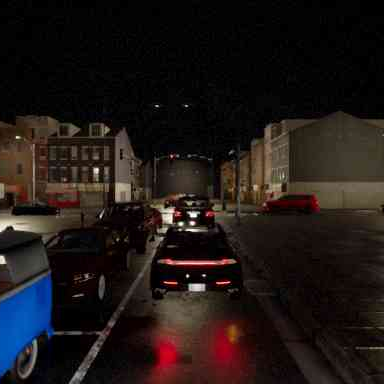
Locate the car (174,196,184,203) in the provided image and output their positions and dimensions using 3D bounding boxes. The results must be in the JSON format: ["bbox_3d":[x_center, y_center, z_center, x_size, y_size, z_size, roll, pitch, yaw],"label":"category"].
[{"bbox_3d":[-2.724,1.605,72.580,2.008,1.369,4.403,0,0,0],"label":"car"}]

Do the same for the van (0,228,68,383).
[{"bbox_3d":[-2.647,1.341,2.735,1.690,1.788,3.998,0,0,0],"label":"van"}]

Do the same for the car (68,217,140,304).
[{"bbox_3d":[-2.652,1.544,8.169,1.887,1.381,4.507,0,0,0],"label":"car"}]

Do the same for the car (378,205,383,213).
[{"bbox_3d":[21.628,1.518,33.817,4.902,1.511,2.128,0,0,0],"label":"car"}]

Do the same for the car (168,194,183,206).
[{"bbox_3d":[-2.707,1.344,56.300,2.192,1.841,5.009,0,0,0],"label":"car"}]

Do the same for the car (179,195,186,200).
[{"bbox_3d":[-2.749,1.536,94.288,1.967,1.590,4.097,0,0,0],"label":"car"}]

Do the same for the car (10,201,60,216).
[{"bbox_3d":[-14.487,1.571,30.891,4.181,1.385,1.994,0,0,0],"label":"car"}]

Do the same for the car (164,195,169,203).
[{"bbox_3d":[-2.695,1.333,45.446,2.192,1.841,5.009,0,0,0],"label":"car"}]

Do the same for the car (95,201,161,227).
[{"bbox_3d":[-2.659,1.315,13.603,2.192,1.841,5.009,0,0,0],"label":"car"}]

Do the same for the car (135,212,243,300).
[{"bbox_3d":[0.089,1.491,8.364,2.128,1.511,4.902,0,0,0],"label":"car"}]

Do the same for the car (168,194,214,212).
[{"bbox_3d":[0.079,1.223,18.557,2.150,2.045,5.566,0,0,0],"label":"car"}]

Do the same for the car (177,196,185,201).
[{"bbox_3d":[-2.736,1.640,83.434,1.947,1.339,4.313,0,0,0],"label":"car"}]

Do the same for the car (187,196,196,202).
[{"bbox_3d":[-0.084,1.648,76.193,1.895,1.301,4.718,0,0,0],"label":"car"}]

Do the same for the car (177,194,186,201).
[{"bbox_3d":[-2.744,1.399,88.861,2.192,1.841,5.009,0,0,0],"label":"car"}]

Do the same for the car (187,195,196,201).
[{"bbox_3d":[-0.095,1.436,86.166,2.128,1.511,4.902,0,0,0],"label":"car"}]

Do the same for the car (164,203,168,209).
[{"bbox_3d":[-2.664,1.546,19.036,1.887,1.381,4.507,0,0,0],"label":"car"}]

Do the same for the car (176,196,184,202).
[{"bbox_3d":[-2.730,1.589,77.838,1.752,1.417,4.829,0,0,0],"label":"car"}]

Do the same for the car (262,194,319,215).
[{"bbox_3d":[9.972,1.233,33.826,5.566,2.045,2.150,0,0,0],"label":"car"}]
